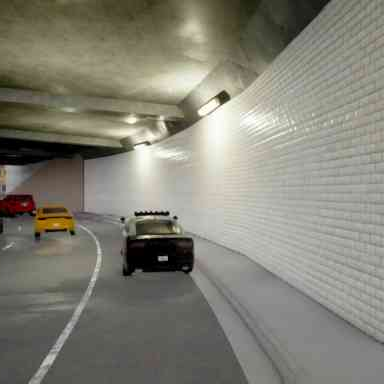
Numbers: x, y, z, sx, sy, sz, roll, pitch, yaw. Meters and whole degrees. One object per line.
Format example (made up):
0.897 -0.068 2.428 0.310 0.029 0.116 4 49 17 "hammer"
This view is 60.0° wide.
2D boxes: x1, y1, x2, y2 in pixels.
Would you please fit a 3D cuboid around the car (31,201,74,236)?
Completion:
-7.814 1.477 18.691 1.882 1.535 5.008 0 0 -26 "car"

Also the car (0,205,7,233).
-10.737 1.564 16.745 1.994 1.385 4.181 0 0 -25 "car"

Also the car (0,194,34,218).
-16.451 1.225 31.108 2.150 2.045 5.566 0 0 -42 "car"

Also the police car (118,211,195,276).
-1.301 1.425 10.654 1.930 1.638 5.238 0 0 -13 "police car"
